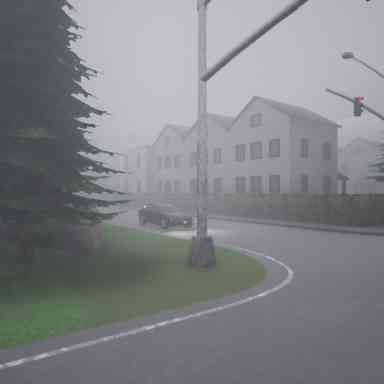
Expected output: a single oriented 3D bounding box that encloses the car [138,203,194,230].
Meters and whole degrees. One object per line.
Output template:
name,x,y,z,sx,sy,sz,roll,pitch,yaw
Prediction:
car,-1.787,1.487,21.407,1.837,1.490,4.892,0,1,-35
